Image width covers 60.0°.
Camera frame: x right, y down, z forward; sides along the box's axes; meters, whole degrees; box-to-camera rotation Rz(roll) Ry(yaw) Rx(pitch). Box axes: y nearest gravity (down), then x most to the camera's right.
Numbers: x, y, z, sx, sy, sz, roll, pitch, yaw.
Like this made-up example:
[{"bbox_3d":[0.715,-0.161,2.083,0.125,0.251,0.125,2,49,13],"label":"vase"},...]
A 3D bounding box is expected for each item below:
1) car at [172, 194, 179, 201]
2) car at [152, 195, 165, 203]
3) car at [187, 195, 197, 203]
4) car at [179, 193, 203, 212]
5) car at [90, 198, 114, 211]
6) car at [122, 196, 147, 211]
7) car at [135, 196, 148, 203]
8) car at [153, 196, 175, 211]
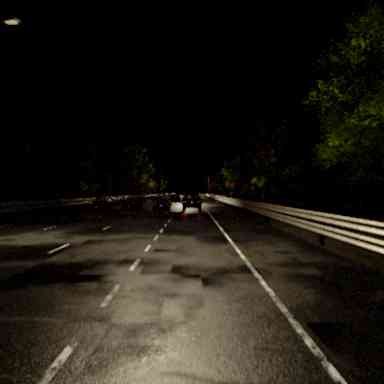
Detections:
[{"bbox_3d":[-3.452,1.261,69.345,2.097,1.767,4.553,0,0,0],"label":"car"},{"bbox_3d":[-6.953,1.446,69.211,2.033,1.411,5.357,0,0,0],"label":"car"},{"bbox_3d":[0.048,1.445,69.474,2.033,1.411,5.357,0,0,0],"label":"car"},{"bbox_3d":[0.007,1.168,37.885,2.150,2.045,5.566,0,0,0],"label":"car"},{"bbox_3d":[-10.482,1.436,39.035,2.128,1.511,4.902,0,0,0],"label":"car"},{"bbox_3d":[-6.977,1.420,39.405,1.882,1.535,5.008,0,0,0],"label":"car"},{"bbox_3d":[-10.454,1.459,68.784,1.994,1.385,4.181,0,0,0],"label":"car"},{"bbox_3d":[-3.479,1.507,39.410,1.994,1.385,4.181,0,0,0],"label":"car"}]
